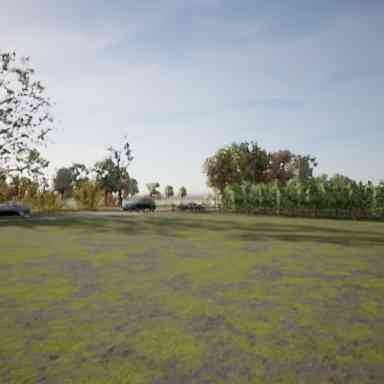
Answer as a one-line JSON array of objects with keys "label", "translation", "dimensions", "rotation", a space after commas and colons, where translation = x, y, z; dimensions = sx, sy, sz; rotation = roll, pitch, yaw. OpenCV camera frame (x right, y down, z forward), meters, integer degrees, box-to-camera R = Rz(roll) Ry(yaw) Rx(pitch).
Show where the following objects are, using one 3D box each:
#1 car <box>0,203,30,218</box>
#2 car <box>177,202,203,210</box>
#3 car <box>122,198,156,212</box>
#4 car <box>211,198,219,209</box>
[{"label": "car", "translation": [-18.779, 1.874, 33.324], "dimensions": [2.128, 1.511, 4.902], "rotation": [-1, -2, 35]}, {"label": "car", "translation": [-0.281, 2.296, 54.565], "dimensions": [2.033, 1.411, 5.357], "rotation": [-1, -2, 36]}, {"label": "car", "translation": [-7.707, 1.890, 49.047], "dimensions": [2.150, 2.045, 5.566], "rotation": [-1, -2, 35]}, {"label": "car", "translation": [5.681, 2.130, 63.132], "dimensions": [2.150, 2.045, 5.566], "rotation": [-1, -2, 35]}]
